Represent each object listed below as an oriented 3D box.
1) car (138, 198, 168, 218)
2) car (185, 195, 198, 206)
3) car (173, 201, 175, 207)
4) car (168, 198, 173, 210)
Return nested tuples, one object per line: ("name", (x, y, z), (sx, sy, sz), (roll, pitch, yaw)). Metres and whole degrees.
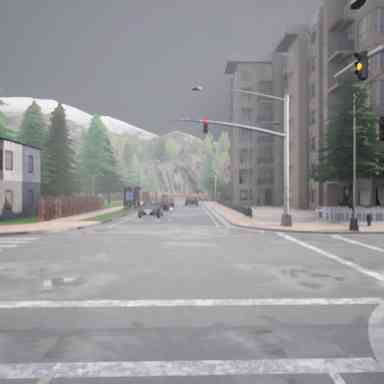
("car", (-3.627, 1.478, 29.817), (2.128, 1.511, 4.902), (0, 0, 0))
("car", (-0.064, 1.328, 54.222), (2.097, 1.767, 4.553), (0, 0, 0))
("car", (-3.630, 1.542, 49.071), (1.994, 1.385, 4.181), (0, 0, 0))
("car", (-3.636, 1.584, 39.048), (1.895, 1.301, 4.718), (0, 0, 0))
